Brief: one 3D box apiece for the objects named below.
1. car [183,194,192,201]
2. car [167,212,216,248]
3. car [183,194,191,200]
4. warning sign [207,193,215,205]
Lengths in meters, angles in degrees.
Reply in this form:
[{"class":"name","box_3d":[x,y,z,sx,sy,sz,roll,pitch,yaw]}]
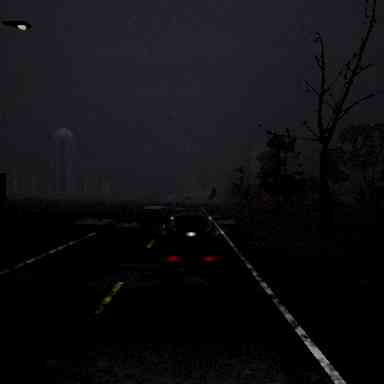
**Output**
[{"class":"car","box_3d":[-1.009,1.410,77.885,1.837,1.490,4.892,0,0,-2]},{"class":"car","box_3d":[-0.037,1.573,14.660,1.994,1.385,4.181,0,0,0]},{"class":"car","box_3d":[-1.396,1.351,91.640,1.882,1.535,5.008,0,0,-2]},{"class":"warning sign","box_3d":[3.070,1.129,54.137,1.300,1.860,1.060,1,1,-1]}]
